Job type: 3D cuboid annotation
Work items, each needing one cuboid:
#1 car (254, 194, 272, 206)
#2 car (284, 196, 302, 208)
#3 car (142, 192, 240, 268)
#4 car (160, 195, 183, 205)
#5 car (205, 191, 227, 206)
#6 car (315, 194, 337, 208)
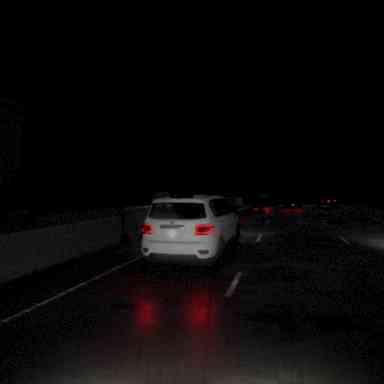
[{"bbox_3d":[8.900,1.021,41.708,1.812,1.442,4.674,-1,0,16],"label":"car"},{"bbox_3d":[11.391,1.067,37.670,1.895,1.301,4.718,-1,0,16],"label":"car"},{"bbox_3d":[0.225,1.105,11.186,2.150,2.045,5.566,-1,1,16],"label":"car"},{"bbox_3d":[-3.081,1.273,51.124,2.128,1.511,4.902,-1,-2,16],"label":"car"},{"bbox_3d":[3.646,0.978,49.190,2.150,2.045,5.566,-1,-2,16],"label":"car"},{"bbox_3d":[14.724,0.976,36.598,2.033,1.411,5.357,-1,0,16],"label":"car"}]
